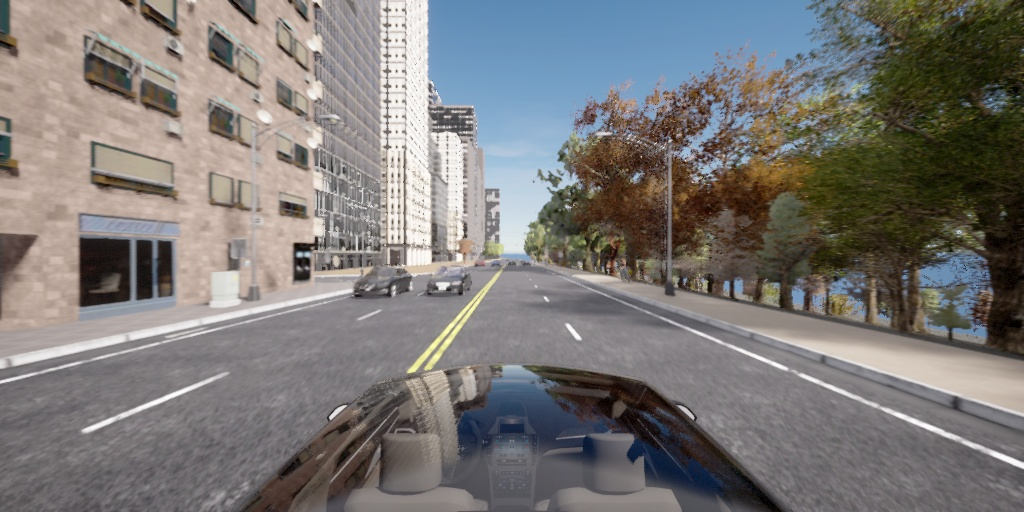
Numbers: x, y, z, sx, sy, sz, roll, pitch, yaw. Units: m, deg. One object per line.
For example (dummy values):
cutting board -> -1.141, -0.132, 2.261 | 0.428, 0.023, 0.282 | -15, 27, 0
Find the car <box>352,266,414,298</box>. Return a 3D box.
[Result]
car -> -6.544, 1.296, 18.724 | 1.837, 1.490, 4.892 | 0, 0, 1

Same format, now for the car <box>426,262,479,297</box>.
car -> -3.286, 1.285, 19.529 | 2.128, 1.511, 4.902 | 0, 0, 1

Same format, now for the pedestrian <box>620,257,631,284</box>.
pedestrian -> 7.658, 0.946, 24.446 | 0.375, 1.860, 0.375 | 0, 0, 0

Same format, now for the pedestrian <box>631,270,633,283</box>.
pedestrian -> 8.256, 1.328, 25.048 | 0.500, 1.100, 0.500 | 0, 0, 0
